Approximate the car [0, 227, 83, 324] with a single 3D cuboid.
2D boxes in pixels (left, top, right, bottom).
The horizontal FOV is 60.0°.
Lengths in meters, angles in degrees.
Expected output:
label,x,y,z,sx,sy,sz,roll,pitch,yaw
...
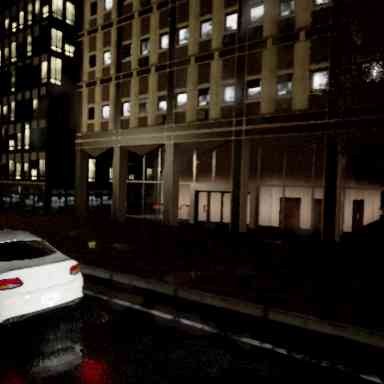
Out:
label,x,y,z,sx,sy,sz,roll,pitch,yaw
car,-4.042,1.425,6.447,4.674,1.442,1.812,1,1,36
